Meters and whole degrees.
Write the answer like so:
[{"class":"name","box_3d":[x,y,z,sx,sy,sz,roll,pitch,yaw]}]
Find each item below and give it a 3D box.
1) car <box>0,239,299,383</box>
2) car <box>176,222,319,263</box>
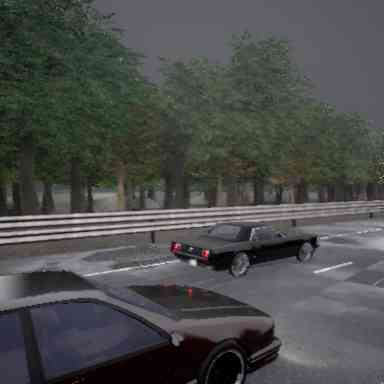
[{"class":"car","box_3d":[-1.509,1.532,3.098,5.357,1.411,2.033,0,0,-37]},{"class":"car","box_3d":[1.784,1.553,10.060,4.718,1.301,1.895,0,0,-37]}]
